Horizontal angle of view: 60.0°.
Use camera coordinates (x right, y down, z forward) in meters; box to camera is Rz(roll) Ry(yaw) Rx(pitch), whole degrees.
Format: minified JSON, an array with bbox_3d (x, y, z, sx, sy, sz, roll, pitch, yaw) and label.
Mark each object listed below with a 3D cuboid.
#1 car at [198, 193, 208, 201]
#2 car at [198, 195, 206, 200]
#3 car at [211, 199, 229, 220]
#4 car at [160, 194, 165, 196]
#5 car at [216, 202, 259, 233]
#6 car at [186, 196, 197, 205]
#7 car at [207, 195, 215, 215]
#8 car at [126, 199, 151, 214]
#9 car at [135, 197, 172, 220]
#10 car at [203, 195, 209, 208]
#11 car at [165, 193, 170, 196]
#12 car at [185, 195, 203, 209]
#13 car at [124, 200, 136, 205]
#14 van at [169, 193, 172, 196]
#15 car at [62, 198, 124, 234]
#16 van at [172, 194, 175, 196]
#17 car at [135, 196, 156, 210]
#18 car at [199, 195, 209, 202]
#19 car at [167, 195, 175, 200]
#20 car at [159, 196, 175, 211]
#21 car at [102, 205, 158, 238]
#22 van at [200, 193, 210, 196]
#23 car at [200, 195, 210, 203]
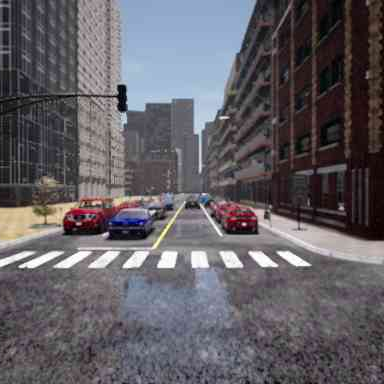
[{"bbox_3d":[2.642,1.205,80.056,2.192,1.841,5.009,0,0,0],"label":"car"},{"bbox_3d":[2.639,1.450,91.111,1.947,1.339,4.313,0,0,0],"label":"car"},{"bbox_3d":[2.672,1.498,24.779,1.887,1.381,4.507,0,0,0],"label":"car"},{"bbox_3d":[-5.722,1.441,52.244,1.752,1.417,4.829,0,0,0],"label":"car"},{"bbox_3d":[2.675,1.508,19.252,1.887,1.381,4.507,0,0,0],"label":"car"},{"bbox_3d":[-0.031,1.413,59.136,1.837,1.490,4.892,0,0,0],"label":"car"},{"bbox_3d":[2.669,1.384,30.307,1.967,1.590,4.097,0,0,0],"label":"car"},{"bbox_3d":[-5.714,1.501,35.832,1.947,1.339,4.313,0,0,0],"label":"car"},{"bbox_3d":[-3.101,1.439,27.994,2.128,1.511,4.902,0,0,0],"label":"car"},{"bbox_3d":[2.661,1.487,46.890,1.947,1.339,4.313,0,0,0],"label":"car"},{"bbox_3d":[-5.727,1.449,63.470,1.887,1.381,4.507,0,0,0],"label":"car"},{"bbox_3d":[0.078,1.487,44.812,1.994,1.385,4.181,0,0,0],"label":"car"},{"bbox_3d":[-5.711,1.489,30.304,1.887,1.381,4.507,0,0,0],"label":"car"},{"bbox_3d":[-5.731,1.240,68.997,1.690,1.788,3.998,0,0,0],"label":"van"},{"bbox_3d":[-5.706,1.278,19.248,2.192,1.841,5.009,0,0,0],"label":"car"},{"bbox_3d":[-5.740,1.228,85.580,1.690,1.788,3.998,0,0,0],"label":"van"},{"bbox_3d":[-5.717,1.368,41.360,1.967,1.590,4.097,0,0,0],"label":"car"},{"bbox_3d":[2.648,1.445,74.528,2.008,1.369,4.403,0,0,0],"label":"car"},{"bbox_3d":[-5.741,1.466,91.108,1.802,1.307,4.206,0,0,0],"label":"car"},{"bbox_3d":[-3.097,1.531,39.588,1.895,1.301,4.718,0,0,0],"label":"car"},{"bbox_3d":[-3.092,1.567,17.597,1.895,1.301,4.718,0,0,0],"label":"car"},{"bbox_3d":[2.652,1.245,63.473,1.690,1.788,3.998,0,0,0],"label":"van"},{"bbox_3d":[2.650,1.443,69.001,1.887,1.381,4.507,0,0,0],"label":"car"}]
